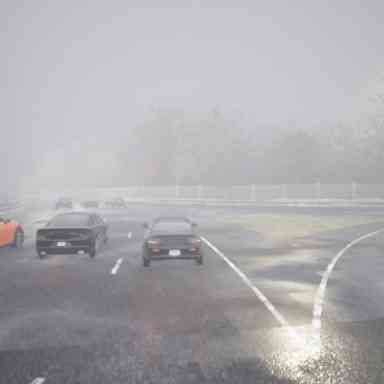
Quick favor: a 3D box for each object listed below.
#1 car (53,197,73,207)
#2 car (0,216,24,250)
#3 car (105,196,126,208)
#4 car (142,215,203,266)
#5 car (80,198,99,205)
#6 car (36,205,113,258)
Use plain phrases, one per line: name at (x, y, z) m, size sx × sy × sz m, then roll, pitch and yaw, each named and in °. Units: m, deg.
car at (-17.682, 1.429, 45.543) m, size 2.097 × 1.767 × 4.553 m, roll 0°, pitch 0°, yaw -27°
car at (-7.868, 1.385, 11.987) m, size 2.097 × 1.767 × 4.553 m, roll 0°, pitch 0°, yaw -7°
car at (-11.071, 1.404, 47.985) m, size 2.097 × 1.767 × 4.553 m, roll 0°, pitch 0°, yaw -28°
car at (-0.741, 1.531, 11.566) m, size 1.812 × 1.442 × 4.674 m, roll 0°, pitch 0°, yaw -6°
car at (-14.546, 1.544, 47.091) m, size 1.882 × 1.535 × 5.008 m, roll 0°, pitch 0°, yaw -27°
car at (-4.455, 1.498, 12.989) m, size 1.882 × 1.535 × 5.008 m, roll 0°, pitch 0°, yaw -7°
